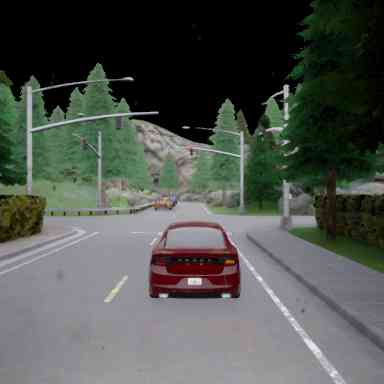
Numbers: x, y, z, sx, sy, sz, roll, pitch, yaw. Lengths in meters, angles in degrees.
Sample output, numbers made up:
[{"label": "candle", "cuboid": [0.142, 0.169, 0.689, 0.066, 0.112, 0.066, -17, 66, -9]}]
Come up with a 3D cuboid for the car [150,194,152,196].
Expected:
[{"label": "car", "cuboid": [-10.993, 1.355, 79.667, 4.553, 1.767, 2.097, 0, 0, 24]}]

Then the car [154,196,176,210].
[{"label": "car", "cuboid": [-3.583, 1.352, 42.629, 2.097, 1.767, 4.553, 0, 0, 0]}]

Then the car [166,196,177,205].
[{"label": "car", "cuboid": [-3.794, 1.477, 61.939, 1.882, 1.535, 5.008, 0, 0, -6]}]

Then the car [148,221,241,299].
[{"label": "car", "cuboid": [0.069, 1.478, 8.527, 1.882, 1.535, 5.008, 0, 0, 0]}]
